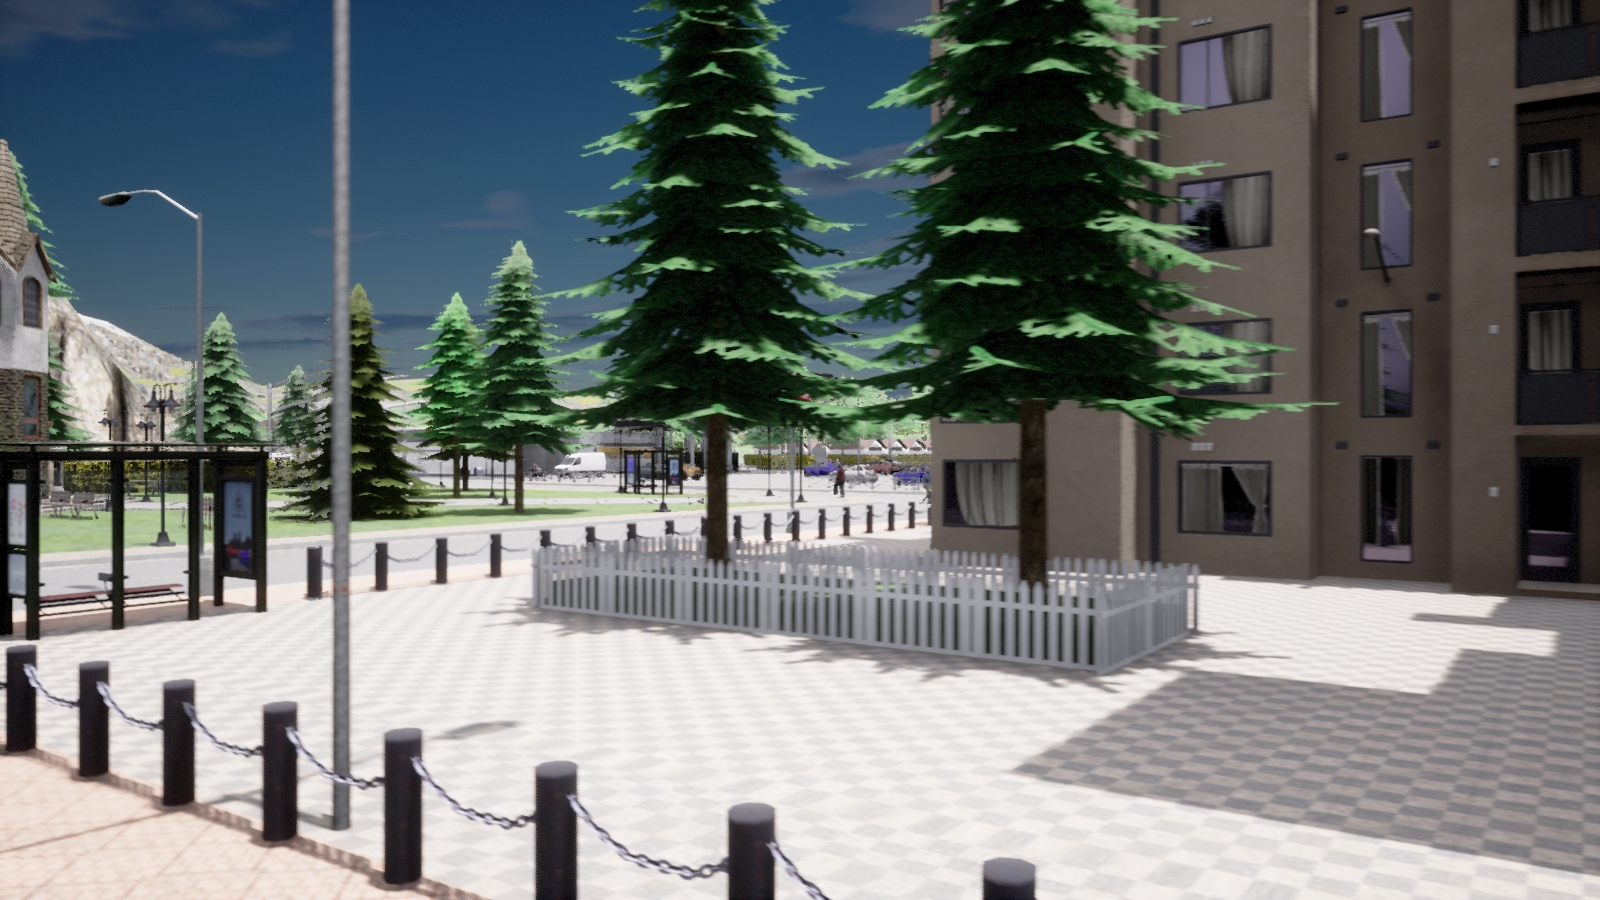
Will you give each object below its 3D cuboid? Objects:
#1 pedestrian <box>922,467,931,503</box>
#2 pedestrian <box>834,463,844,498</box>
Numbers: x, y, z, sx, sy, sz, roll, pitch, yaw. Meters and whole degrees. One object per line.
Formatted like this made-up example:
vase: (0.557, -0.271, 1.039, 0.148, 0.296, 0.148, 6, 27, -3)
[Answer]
pedestrian: (6.590, 1.838, 59.495, 0.375, 1.860, 0.375, 0, 0, 33)
pedestrian: (2.140, 1.646, 62.150, 0.375, 1.860, 0.375, 0, 0, 41)
